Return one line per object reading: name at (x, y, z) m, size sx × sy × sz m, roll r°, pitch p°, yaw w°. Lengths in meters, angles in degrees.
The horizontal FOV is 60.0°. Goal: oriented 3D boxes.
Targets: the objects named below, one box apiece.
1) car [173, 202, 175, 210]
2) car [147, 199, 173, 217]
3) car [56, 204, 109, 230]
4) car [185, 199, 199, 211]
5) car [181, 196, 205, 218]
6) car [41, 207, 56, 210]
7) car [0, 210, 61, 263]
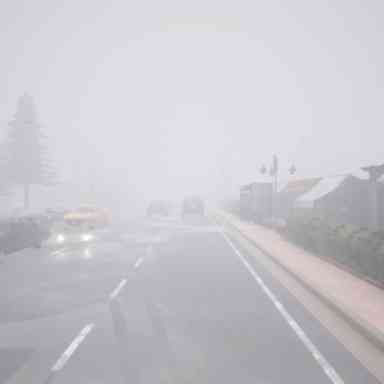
car at (-3.477, 1.776, 46.310) m, size 1.882 × 1.535 × 5.008 m, roll 0°, pitch 0°, yaw 0°
car at (-3.398, 1.572, 34.337) m, size 2.097 × 1.767 × 4.553 m, roll 0°, pitch 0°, yaw 0°
car at (-7.063, 1.623, 22.489) m, size 1.882 × 1.535 × 5.008 m, roll 0°, pitch 0°, yaw 0°
car at (0.047, 1.798, 45.619) m, size 1.837 × 1.490 × 4.892 m, roll 0°, pitch -1°, yaw 1°
car at (0.101, 1.434, 32.585) m, size 2.150 × 2.045 × 5.566 m, roll 0°, pitch 0°, yaw 0°
car at (-10.498, 1.816, 24.873) m, size 1.895 × 1.301 × 4.718 m, roll 0°, pitch 0°, yaw 0°
car at (-7.083, 1.628, 12.391) m, size 2.033 × 1.411 × 5.357 m, roll 0°, pitch 0°, yaw 0°
